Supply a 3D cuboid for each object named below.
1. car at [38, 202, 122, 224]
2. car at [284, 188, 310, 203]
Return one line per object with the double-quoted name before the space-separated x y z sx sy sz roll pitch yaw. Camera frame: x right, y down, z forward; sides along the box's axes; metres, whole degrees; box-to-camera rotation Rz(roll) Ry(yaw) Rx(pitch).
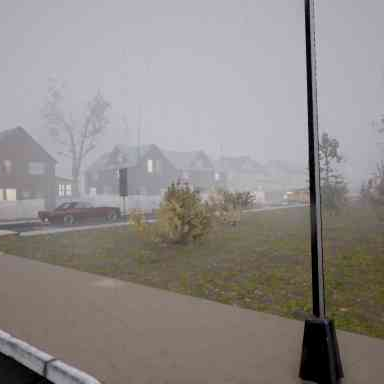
"car" -6.726 1.253 20.442 1.895 1.301 4.718 -2 -1 43
"car" 13.946 0.594 42.269 1.882 1.535 5.008 -2 -1 44
